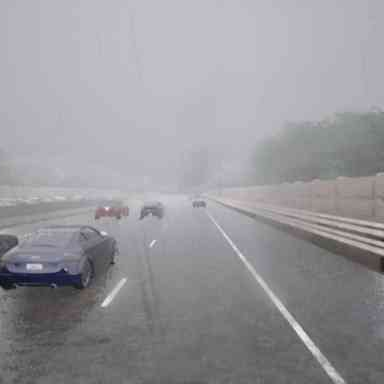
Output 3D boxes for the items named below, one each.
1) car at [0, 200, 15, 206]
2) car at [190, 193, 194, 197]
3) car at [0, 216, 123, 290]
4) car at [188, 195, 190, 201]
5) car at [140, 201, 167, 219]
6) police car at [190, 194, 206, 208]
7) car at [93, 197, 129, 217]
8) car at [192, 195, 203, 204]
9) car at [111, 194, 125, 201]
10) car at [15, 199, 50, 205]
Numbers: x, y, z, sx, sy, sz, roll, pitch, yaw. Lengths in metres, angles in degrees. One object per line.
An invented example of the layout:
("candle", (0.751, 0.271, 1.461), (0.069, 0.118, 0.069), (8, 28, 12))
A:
("car", (-21.084, 1.655, 38.921), (1.994, 1.385, 4.181), (0, 0, 0))
("car", (1.052, 1.470, 58.968), (2.097, 1.767, 4.553), (0, 0, 0))
("car", (-3.400, 1.586, 9.187), (1.994, 1.385, 4.181), (0, 0, 0))
("car", (0.005, 1.468, 83.708), (1.994, 1.385, 4.181), (0, 0, 0))
("car", (-3.398, 1.574, 29.450), (1.837, 1.490, 4.892), (0, 0, 0))
("police car", (1.052, 1.537, 49.109), (1.930, 1.638, 5.238), (0, 0, 0))
("car", (-6.898, 1.421, 29.131), (2.097, 1.767, 4.553), (0, 0, 0))
("car", (1.053, 1.466, 64.967), (2.097, 1.767, 4.553), (0, 0, 0))
("car", (-17.496, 1.216, 78.882), (2.128, 1.511, 4.902), (0, 0, 0))
("car", (-17.588, 1.579, 38.025), (2.128, 1.511, 4.902), (0, 0, 0))
